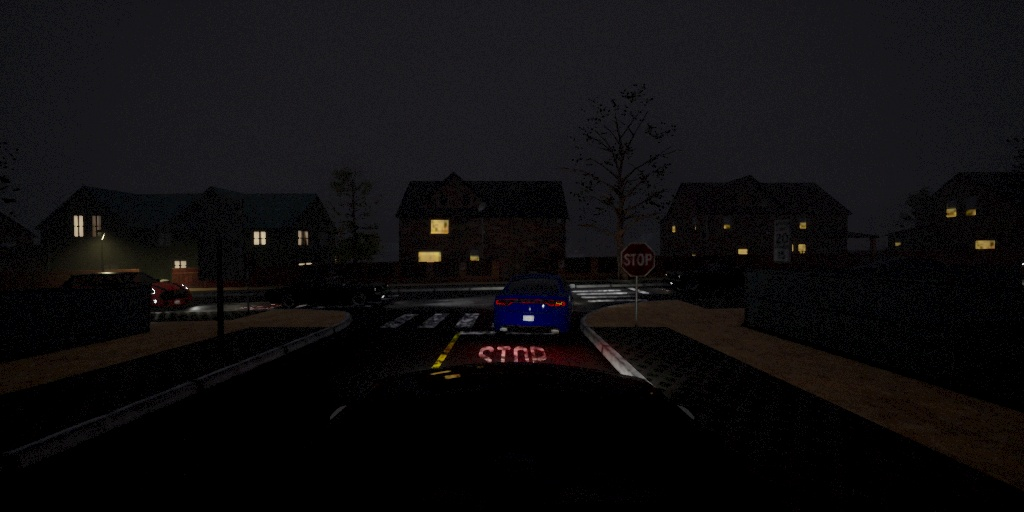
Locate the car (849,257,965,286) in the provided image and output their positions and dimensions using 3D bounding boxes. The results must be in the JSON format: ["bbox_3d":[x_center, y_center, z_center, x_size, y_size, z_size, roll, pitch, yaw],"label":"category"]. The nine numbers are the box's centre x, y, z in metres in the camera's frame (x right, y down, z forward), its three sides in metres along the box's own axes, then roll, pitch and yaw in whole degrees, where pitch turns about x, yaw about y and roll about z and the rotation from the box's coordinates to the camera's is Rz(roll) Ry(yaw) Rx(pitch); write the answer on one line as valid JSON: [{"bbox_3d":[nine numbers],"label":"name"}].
[{"bbox_3d":[20.057,0.753,18.541,5.357,1.411,2.033,-1,1,0],"label":"car"}]

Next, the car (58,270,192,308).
[{"bbox_3d":[-16.798,1.472,15.572,4.553,1.767,2.097,-1,1,0],"label":"car"}]

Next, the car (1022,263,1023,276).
[{"bbox_3d":[29.567,0.335,18.533,4.553,1.767,2.097,-1,1,0],"label":"car"}]

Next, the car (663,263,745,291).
[{"bbox_3d":[10.412,1.034,18.505,4.718,1.301,1.895,-1,1,-1],"label":"car"}]

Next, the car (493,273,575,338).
[{"bbox_3d":[0.787,1.226,10.371,1.882,1.535,5.008,0,0,10],"label":"car"}]

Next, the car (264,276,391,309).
[{"bbox_3d":[-7.810,1.506,15.579,4.718,1.301,1.895,-1,1,0],"label":"car"}]
